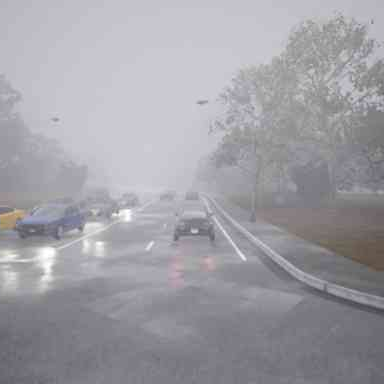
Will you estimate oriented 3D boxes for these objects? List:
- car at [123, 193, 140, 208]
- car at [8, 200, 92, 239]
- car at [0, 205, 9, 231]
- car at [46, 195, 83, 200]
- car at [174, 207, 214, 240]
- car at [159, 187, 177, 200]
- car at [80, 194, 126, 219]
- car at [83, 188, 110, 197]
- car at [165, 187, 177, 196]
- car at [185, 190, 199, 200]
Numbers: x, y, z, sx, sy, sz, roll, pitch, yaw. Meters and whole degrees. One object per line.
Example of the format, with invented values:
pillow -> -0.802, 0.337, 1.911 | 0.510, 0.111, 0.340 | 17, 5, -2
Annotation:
car -> -7.014, 0.852, 36.851 | 2.128, 1.511, 4.902 | 0, 3, 1
car -> -7.083, 1.421, 17.330 | 1.882, 1.535, 5.008 | 0, 1, 1
car -> -10.594, 1.423, 17.202 | 1.882, 1.535, 5.008 | 0, 1, 0
car -> -10.579, 1.114, 26.056 | 2.097, 1.767, 4.553 | 0, 2, 0
car -> 0.104, 1.481, 16.630 | 1.812, 1.442, 4.674 | 0, 1, 0
car -> -3.491, 0.460, 47.112 | 1.895, 1.301, 4.718 | 0, 3, 0
car -> -7.080, 1.232, 26.802 | 2.128, 1.511, 4.902 | 0, 2, 0
car -> -10.515, 0.587, 36.703 | 2.150, 2.045, 5.566 | 0, 3, 0
car -> -3.590, -0.102, 57.008 | 1.812, 1.442, 4.674 | 0, 3, -3
car -> 0.009, 0.403, 47.523 | 1.994, 1.385, 4.181 | 0, 3, 0
